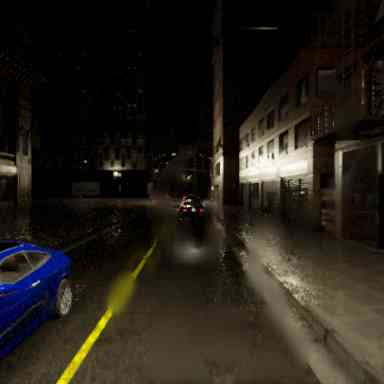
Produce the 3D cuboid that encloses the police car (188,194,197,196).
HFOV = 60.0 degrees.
[{"bbox_3d":[0.079,1.083,42.696,1.930,1.638,5.238,0,1,0],"label":"police car"}]

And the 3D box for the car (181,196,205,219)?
[{"bbox_3d":[0.094,1.334,26.512,2.033,1.411,5.357,0,0,0],"label":"car"}]

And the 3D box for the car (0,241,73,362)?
[{"bbox_3d":[-3.102,1.489,4.505,1.812,1.442,4.674,0,0,0],"label":"car"}]
